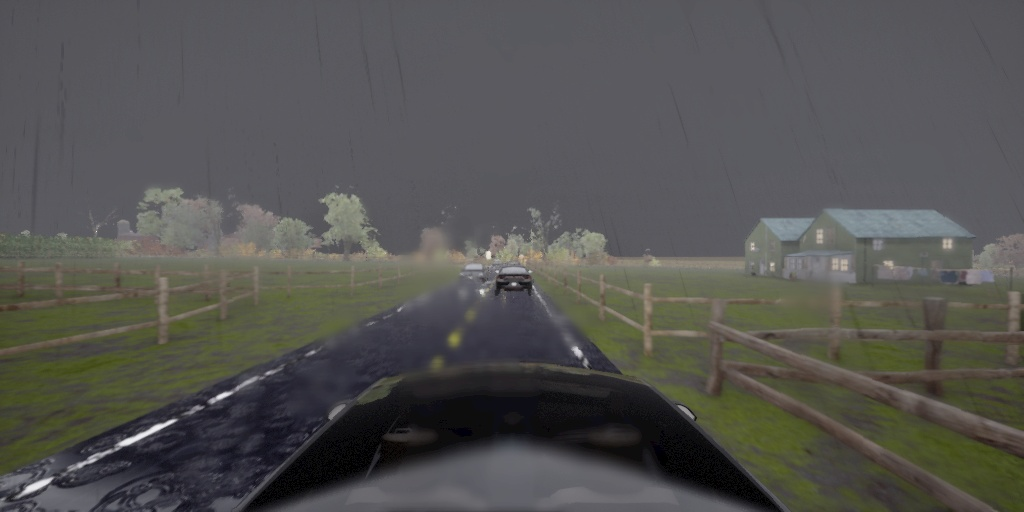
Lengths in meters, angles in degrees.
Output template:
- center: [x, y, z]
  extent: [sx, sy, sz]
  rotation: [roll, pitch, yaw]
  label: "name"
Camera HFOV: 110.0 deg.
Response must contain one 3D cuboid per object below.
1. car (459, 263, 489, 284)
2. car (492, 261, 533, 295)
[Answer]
- center: [-2.851, 1.273, 27.492]
  extent: [1.812, 1.442, 4.674]
  rotation: [0, 0, 0]
  label: "car"
- center: [0.100, 1.225, 19.869]
  extent: [1.882, 1.535, 5.008]
  rotation: [0, 0, 0]
  label: "car"
